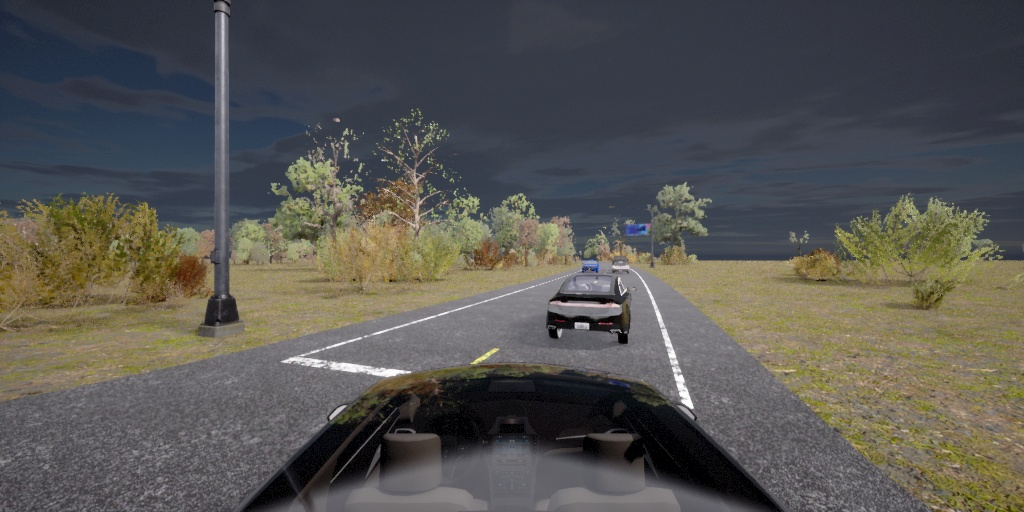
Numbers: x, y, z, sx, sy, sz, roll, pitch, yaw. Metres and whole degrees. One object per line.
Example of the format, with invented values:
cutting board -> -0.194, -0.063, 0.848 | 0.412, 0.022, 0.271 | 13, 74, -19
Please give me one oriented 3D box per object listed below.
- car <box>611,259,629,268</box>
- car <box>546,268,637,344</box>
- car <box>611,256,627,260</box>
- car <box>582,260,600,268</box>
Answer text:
car -> 12.903, 1.365, 42.472 | 1.895, 1.301, 4.718 | 0, 0, 18
car -> 2.263, 1.242, 9.741 | 2.128, 1.511, 4.902 | 0, 0, 20
car -> 15.084, 1.002, 50.100 | 2.150, 2.045, 5.566 | 0, 0, 16
car -> 9.776, 1.244, 44.305 | 1.882, 1.535, 5.008 | 0, 0, 16
